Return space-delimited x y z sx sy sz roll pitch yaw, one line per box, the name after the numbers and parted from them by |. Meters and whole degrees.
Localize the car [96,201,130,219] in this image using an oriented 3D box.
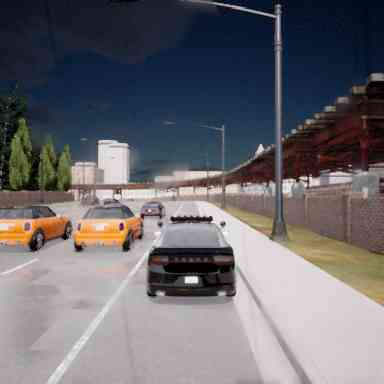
-6.891 1.577 29.586 1.994 1.385 4.181 0 0 0 | car

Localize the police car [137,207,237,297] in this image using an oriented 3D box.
-0.012 1.428 8.762 1.930 1.638 5.238 0 0 0 | police car

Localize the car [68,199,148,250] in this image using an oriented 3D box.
-3.393 1.356 14.398 2.097 1.767 4.553 0 0 0 | car

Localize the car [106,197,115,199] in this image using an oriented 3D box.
-13.903 1.590 56.779 1.994 1.385 4.181 0 0 0 | car

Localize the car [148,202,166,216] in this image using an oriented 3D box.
-3.394 1.560 29.311 2.033 1.411 5.357 0 0 0 | car

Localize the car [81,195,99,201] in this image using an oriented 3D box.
-17.399 1.374 56.992 2.097 1.767 4.553 0 0 0 | car

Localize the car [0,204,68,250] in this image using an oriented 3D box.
-6.892 1.356 14.397 2.097 1.767 4.553 0 0 0 | car
